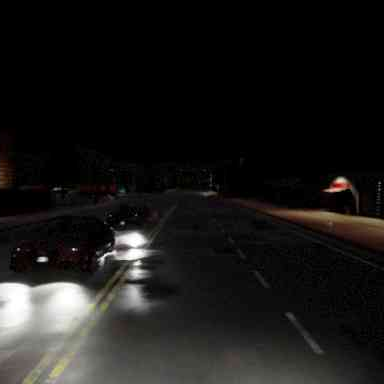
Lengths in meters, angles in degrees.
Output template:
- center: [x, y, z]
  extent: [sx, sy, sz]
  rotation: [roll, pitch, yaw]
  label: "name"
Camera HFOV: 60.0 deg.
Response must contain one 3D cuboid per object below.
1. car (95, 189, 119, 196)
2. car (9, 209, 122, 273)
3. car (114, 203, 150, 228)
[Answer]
- center: [-22.217, 0.079, 87.087]
  extent: [4.605, 1.855, 1.932]
  rotation: [0, 1, -1]
  label: "car"
- center: [-3.672, 1.443, 10.155]
  extent: [1.994, 1.385, 4.181]
  rotation: [0, 1, 0]
  label: "car"
- center: [-3.753, 1.342, 20.227]
  extent: [1.895, 1.301, 4.718]
  rotation: [0, 1, 0]
  label: "car"
